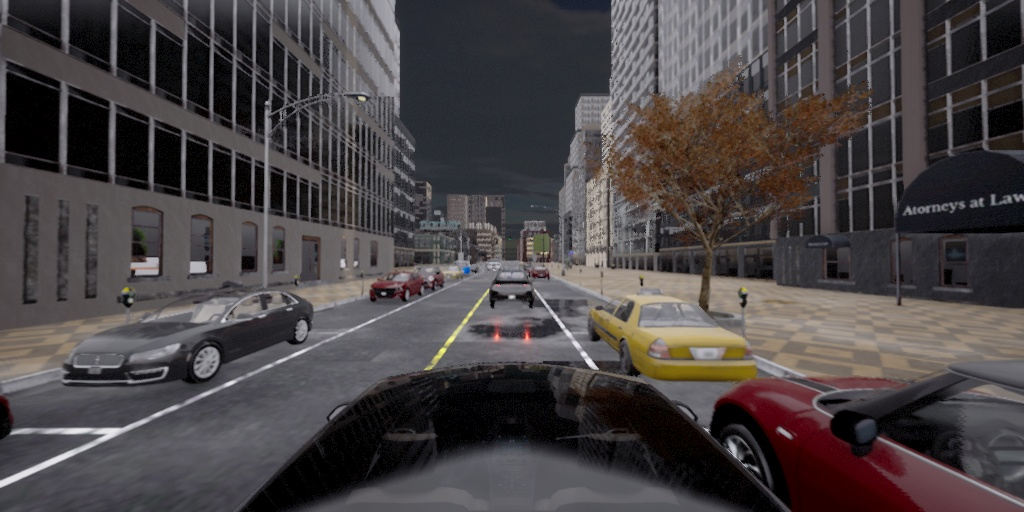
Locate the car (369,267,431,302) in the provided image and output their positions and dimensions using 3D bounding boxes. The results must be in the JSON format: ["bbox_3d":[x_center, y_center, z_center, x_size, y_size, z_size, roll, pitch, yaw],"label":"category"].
[{"bbox_3d":[-5.698,1.450,18.146,1.888,1.381,4.507,0,0,0],"label":"car"}]

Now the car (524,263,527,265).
[{"bbox_3d":[2.672,1.553,40.307,1.967,1.591,4.097,0,0,0],"label":"car"}]

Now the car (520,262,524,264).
[{"bbox_3d":[2.664,1.835,56.924,1.948,1.339,4.313,0,0,0],"label":"car"}]

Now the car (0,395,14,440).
[{"bbox_3d":[-5.690,1.188,1.529,1.967,1.591,4.097,0,0,0],"label":"car"}]

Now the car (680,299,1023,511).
[{"bbox_3d":[2.690,1.188,1.534,1.967,1.591,4.097,0,0,0],"label":"car"}]

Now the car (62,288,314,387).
[{"bbox_3d":[-5.693,1.351,7.068,2.007,1.370,4.403,0,0,0],"label":"car"}]

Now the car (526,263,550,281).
[{"bbox_3d":[2.674,1.606,34.768,1.888,1.381,4.507,0,0,0],"label":"car"}]

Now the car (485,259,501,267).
[{"bbox_3d":[-3.030,1.528,62.544,2.150,2.045,5.566,0,-1,0],"label":"car"}]

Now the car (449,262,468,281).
[{"bbox_3d":[-5.706,1.586,34.593,1.751,1.417,4.829,0,0,0],"label":"car"}]

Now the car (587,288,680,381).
[{"bbox_3d":[2.687,1.326,7.242,1.751,1.417,4.829,0,0,0],"label":"car"}]

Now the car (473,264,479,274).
[{"bbox_3d":[-5.714,1.783,51.381,1.948,1.339,4.313,0,0,0],"label":"car"}]

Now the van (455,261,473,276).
[{"bbox_3d":[-5.708,1.454,40.302,1.690,1.789,3.998,0,0,0],"label":"van"}]

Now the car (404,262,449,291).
[{"bbox_3d":[-5.701,1.396,23.686,1.967,1.591,4.097,0,0,0],"label":"car"}]

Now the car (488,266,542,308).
[{"bbox_3d":[-0.004,1.378,16.141,2.128,1.511,4.902,0,0,0],"label":"car"}]

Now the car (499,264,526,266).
[{"bbox_3d":[-0.013,1.626,30.961,1.895,1.301,4.718,0,0,0],"label":"car"}]
